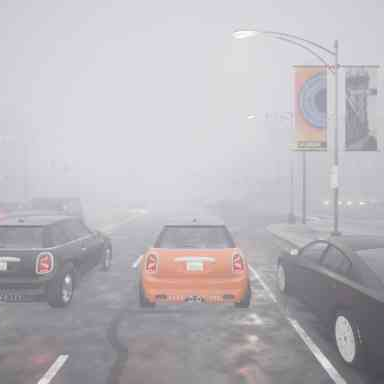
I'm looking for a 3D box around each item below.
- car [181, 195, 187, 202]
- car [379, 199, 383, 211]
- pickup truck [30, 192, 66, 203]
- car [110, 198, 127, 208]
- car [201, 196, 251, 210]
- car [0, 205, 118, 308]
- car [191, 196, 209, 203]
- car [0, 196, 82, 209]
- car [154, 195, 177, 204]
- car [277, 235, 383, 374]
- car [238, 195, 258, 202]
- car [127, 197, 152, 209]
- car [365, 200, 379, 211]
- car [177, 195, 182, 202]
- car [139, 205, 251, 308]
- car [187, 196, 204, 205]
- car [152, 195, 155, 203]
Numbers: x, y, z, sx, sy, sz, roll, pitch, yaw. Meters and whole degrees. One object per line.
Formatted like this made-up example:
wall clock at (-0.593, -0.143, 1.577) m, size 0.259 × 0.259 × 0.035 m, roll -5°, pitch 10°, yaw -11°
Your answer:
car at (0.153, 1.560, 74.192) m, size 1.994 × 1.385 × 4.181 m, roll 0°, pitch 0°, yaw 33°
car at (23.667, 1.356, 36.468) m, size 4.553 × 1.767 × 2.097 m, roll 0°, pitch 0°, yaw 0°
pickup truck at (-28.583, 1.097, 66.214) m, size 6.274 × 2.098 × 2.390 m, roll 0°, pitch 0°, yaw 0°
car at (-10.450, 1.552, 48.647) m, size 2.033 × 1.411 × 5.357 m, roll 0°, pitch 0°, yaw 1°
car at (4.211, 1.551, 38.922) m, size 5.357 × 1.411 × 2.033 m, roll 0°, pitch 0°, yaw 31°
car at (-3.435, 1.353, 8.092) m, size 2.097 × 1.767 × 4.553 m, roll 0°, pitch 0°, yaw 0°
car at (1.758, 1.512, 69.451) m, size 1.837 × 1.490 × 4.892 m, roll -1°, pitch 0°, yaw 28°
car at (-7.095, 1.223, 16.640) m, size 2.150 × 2.045 × 5.566 m, roll 0°, pitch 0°, yaw 0°
car at (-4.936, 1.532, 62.930) m, size 1.812 × 1.442 × 4.674 m, roll 0°, pitch 0°, yaw 17°
car at (2.902, 1.480, 5.738) m, size 2.097 × 1.535 × 5.008 m, roll 0°, pitch 0°, yaw 0°
car at (13.205, 1.533, 78.443) m, size 4.902 × 1.511 × 2.128 m, roll 0°, pitch 0°, yaw -40°
car at (-6.991, 1.569, 44.492) m, size 1.994 × 1.385 × 4.181 m, roll 0°, pitch 0°, yaw 1°
car at (23.411, 1.509, 39.968) m, size 4.892 × 1.490 × 1.837 m, roll 0°, pitch 0°, yaw 0°
car at (-2.449, 1.508, 76.573) m, size 1.837 × 1.490 × 4.892 m, roll 0°, pitch 0°, yaw 33°
car at (0.066, 1.353, 8.088) m, size 2.097 × 1.767 × 4.553 m, roll 0°, pitch 0°, yaw 0°
car at (0.667, 1.483, 54.387) m, size 1.882 × 1.535 × 5.008 m, roll -1°, pitch 0°, yaw -3°
car at (-7.253, 1.358, 67.143) m, size 2.097 × 1.767 × 4.553 m, roll 0°, pitch 0°, yaw 20°
